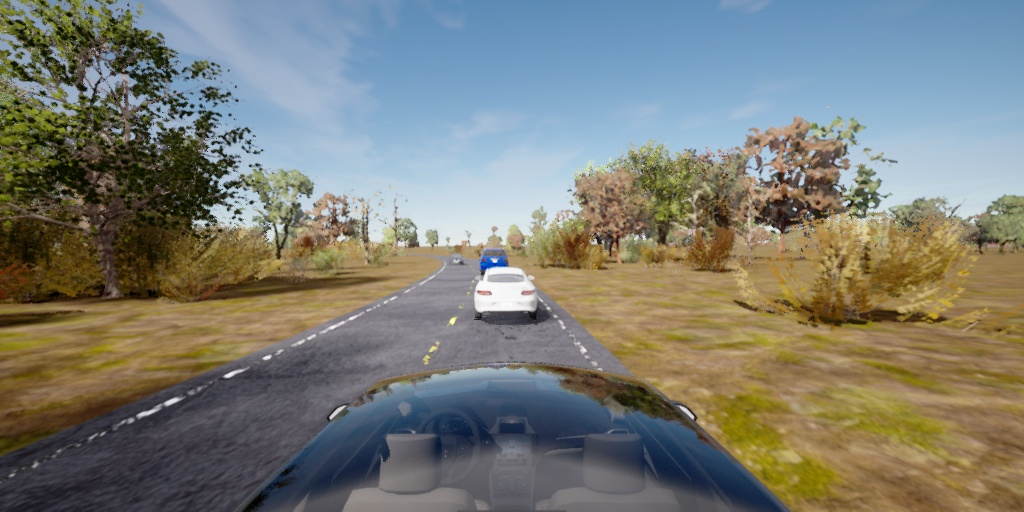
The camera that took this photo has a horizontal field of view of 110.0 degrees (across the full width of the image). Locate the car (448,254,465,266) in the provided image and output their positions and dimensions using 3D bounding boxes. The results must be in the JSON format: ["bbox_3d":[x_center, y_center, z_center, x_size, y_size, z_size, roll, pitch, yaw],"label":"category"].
[{"bbox_3d":[-7.028,0.421,45.243,1.812,1.442,4.674,0,1,-10],"label":"car"}]

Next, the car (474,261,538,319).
[{"bbox_3d":[-0.229,1.079,11.713,1.812,1.442,4.674,0,1,-2],"label":"car"}]

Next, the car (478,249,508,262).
[{"bbox_3d":[-1.534,0.432,29.121,2.150,2.045,5.566,0,1,-6],"label":"car"}]
